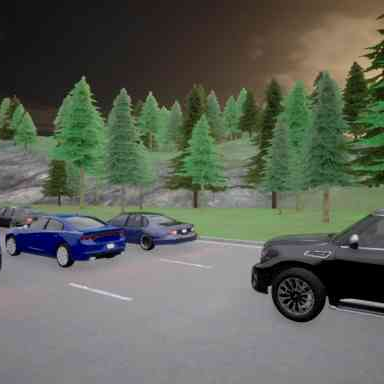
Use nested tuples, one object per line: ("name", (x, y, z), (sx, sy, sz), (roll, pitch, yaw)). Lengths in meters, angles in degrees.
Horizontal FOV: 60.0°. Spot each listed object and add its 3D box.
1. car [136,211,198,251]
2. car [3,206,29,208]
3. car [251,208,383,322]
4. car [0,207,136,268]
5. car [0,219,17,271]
("car", (-2.342, 1.547, 14.232), (5.357, 1.411, 2.033), (0, 0, 35))
("car", (-10.572, 1.547, 20.034), (5.357, 1.411, 2.033), (0, 0, 35))
("car", (3.813, 1.221, 5.574), (5.566, 2.045, 2.150), (0, 0, 35))
("car", (-4.464, 1.478, 11.445), (5.008, 1.535, 1.882), (0, 0, 35))
("car", (-6.915, 1.505, 8.895), (4.892, 1.490, 1.837), (0, 0, 36))
